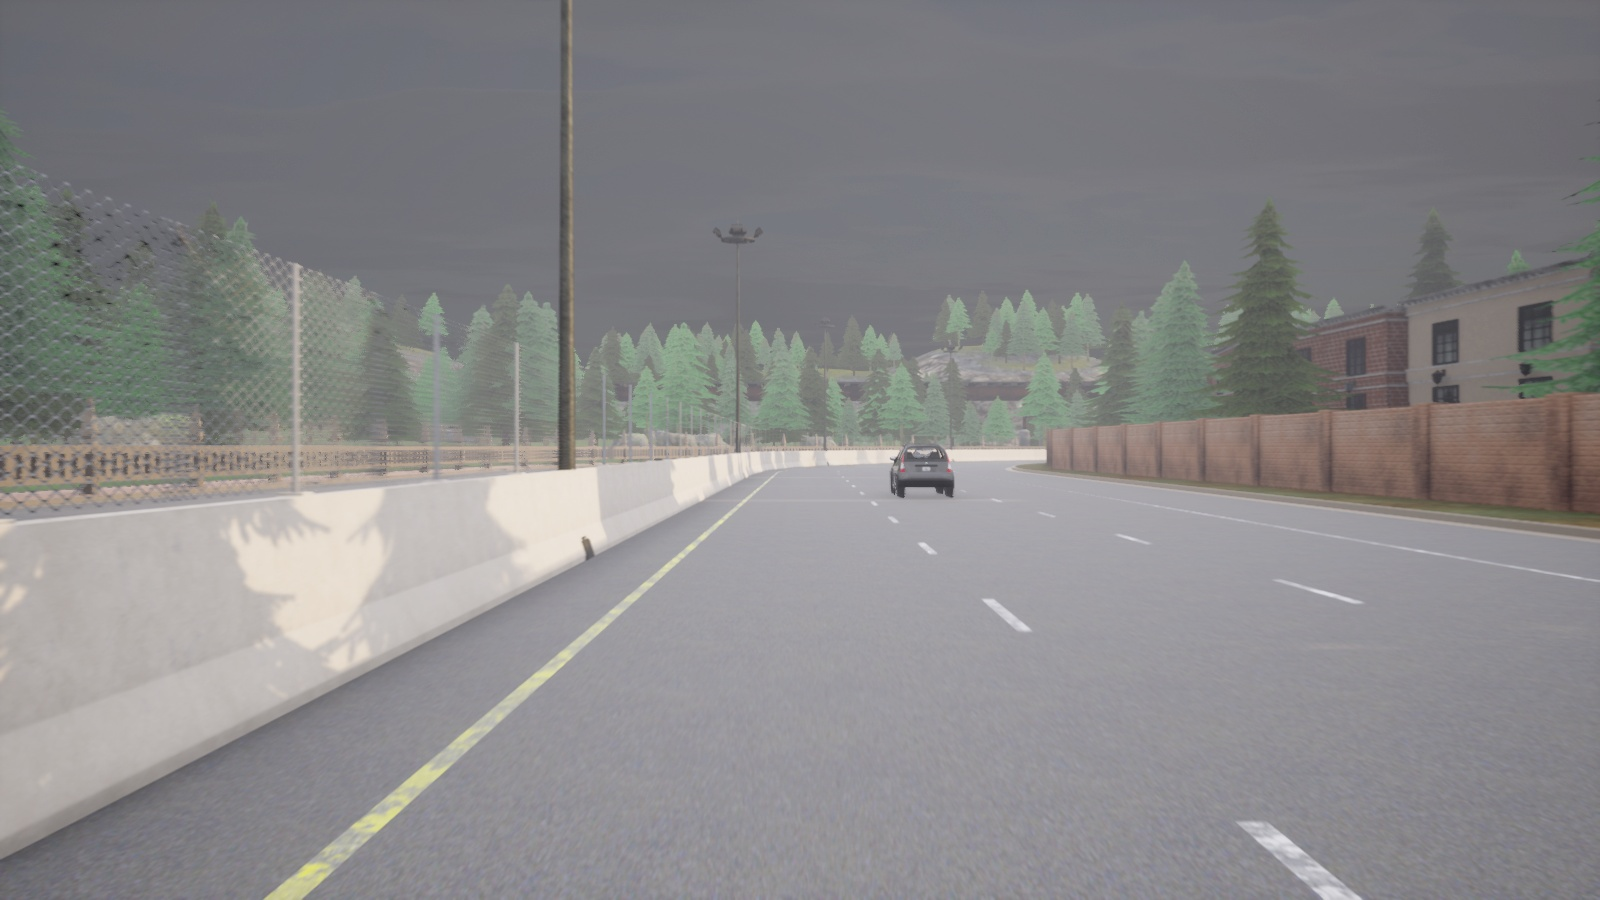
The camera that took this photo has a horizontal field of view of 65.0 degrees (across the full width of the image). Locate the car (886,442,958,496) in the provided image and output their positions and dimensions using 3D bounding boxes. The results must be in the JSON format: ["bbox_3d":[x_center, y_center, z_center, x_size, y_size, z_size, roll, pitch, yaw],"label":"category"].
[{"bbox_3d":[3.740,0.557,39.048,1.851,1.617,3.988,0,0,0],"label":"car"}]
